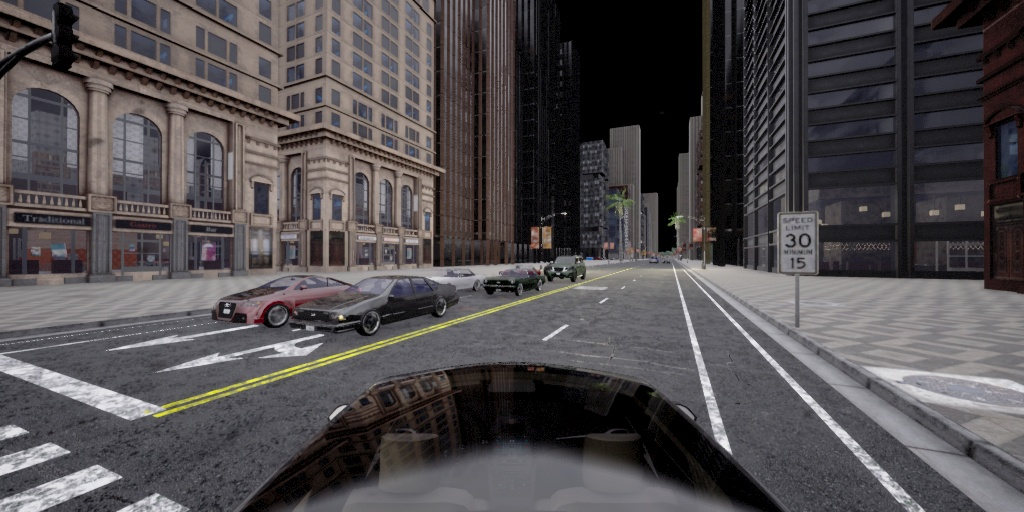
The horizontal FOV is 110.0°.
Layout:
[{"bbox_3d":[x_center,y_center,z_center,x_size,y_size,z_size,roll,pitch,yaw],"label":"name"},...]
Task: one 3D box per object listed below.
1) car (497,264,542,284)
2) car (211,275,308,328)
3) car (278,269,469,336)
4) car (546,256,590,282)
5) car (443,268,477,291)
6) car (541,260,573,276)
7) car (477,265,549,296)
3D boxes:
[{"bbox_3d":[0.680,1.365,28.631,1.895,1.301,4.718,0,0,24],"label":"car"},{"bbox_3d":[-6.899,1.316,11.510,1.994,1.385,4.181,0,0,24],"label":"car"},{"bbox_3d":[-3.652,1.300,10.826,2.033,1.411,5.357,0,0,24],"label":"car"},{"bbox_3d":[4.566,0.987,29.373,2.150,2.045,5.566,0,0,24],"label":"car"},{"bbox_3d":[-3.356,1.357,19.523,1.895,1.301,4.718,0,0,24],"label":"car"},{"bbox_3d":[4.847,1.251,37.947,1.882,1.535,5.008,0,0,24],"label":"car"},{"bbox_3d":[0.231,1.358,19.594,1.895,1.301,4.718,0,0,24],"label":"car"}]
